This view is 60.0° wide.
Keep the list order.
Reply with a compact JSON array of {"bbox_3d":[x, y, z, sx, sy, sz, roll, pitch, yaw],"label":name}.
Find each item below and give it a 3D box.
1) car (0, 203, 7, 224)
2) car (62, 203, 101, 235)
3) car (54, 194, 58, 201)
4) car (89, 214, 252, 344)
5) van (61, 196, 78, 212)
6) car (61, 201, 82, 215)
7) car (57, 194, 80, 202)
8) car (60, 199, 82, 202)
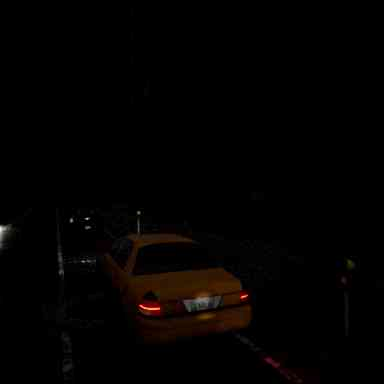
[{"bbox_3d":[-14.748,1.479,24.205,1.882,1.535,5.008,0,0,-22],"label":"car"},{"bbox_3d":[-6.064,1.552,18.735,2.008,1.369,4.403,0,0,-22],"label":"car"},{"bbox_3d":[-31.408,1.471,79.659,1.967,1.590,4.097,0,0,-24],"label":"car"},{"bbox_3d":[-0.835,1.457,6.777,1.801,1.575,5.366,0,0,-22],"label":"car"},{"bbox_3d":[-14.462,1.343,39.171,1.690,1.788,3.998,0,0,-22],"label":"van"},{"bbox_3d":[-8.163,1.552,23.844,2.008,1.369,4.403,0,0,-22],"label":"car"},{"bbox_3d":[-12.362,1.317,34.062,2.192,1.841,5.009,0,0,-22],"label":"car"},{"bbox_3d":[-10.263,1.567,28.953,1.947,1.339,4.313,0,0,-22],"label":"car"}]
